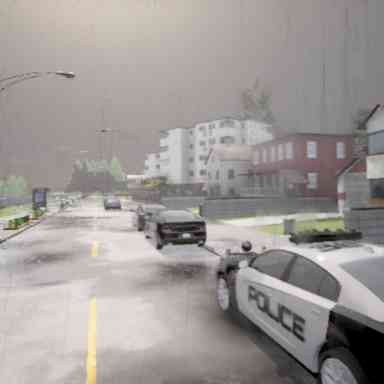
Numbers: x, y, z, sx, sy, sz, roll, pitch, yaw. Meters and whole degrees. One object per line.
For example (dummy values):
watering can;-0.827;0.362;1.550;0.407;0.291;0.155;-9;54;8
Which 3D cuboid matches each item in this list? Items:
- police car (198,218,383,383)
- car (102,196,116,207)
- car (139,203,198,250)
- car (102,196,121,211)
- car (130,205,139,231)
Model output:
police car;1.846;1.365;4.847;1.930;1.638;5.238;-1;0;-16
car;-13.361;1.446;53.262;1.882;1.535;5.008;-1;0;-16
car;-0.893;1.419;14.350;1.882;1.535;5.008;-1;0;-16
car;-9.915;1.529;41.434;1.994;1.385;4.181;-1;0;-15
car;-2.555;1.447;20.116;1.837;1.490;4.892;-1;0;-16
